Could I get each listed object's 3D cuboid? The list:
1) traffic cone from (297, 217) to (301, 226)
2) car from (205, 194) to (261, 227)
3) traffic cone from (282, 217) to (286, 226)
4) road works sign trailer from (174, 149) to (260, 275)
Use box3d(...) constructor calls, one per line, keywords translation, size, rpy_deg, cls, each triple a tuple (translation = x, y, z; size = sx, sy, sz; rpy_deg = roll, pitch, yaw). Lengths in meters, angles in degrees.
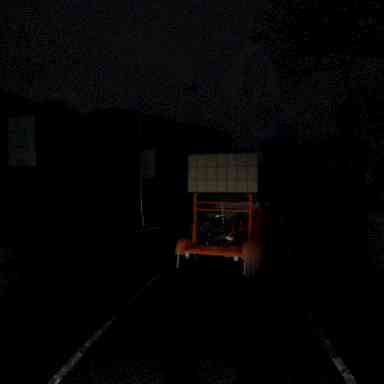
box3d(translation=(7.175, 1.980, 22.225), size=(0.340, 0.580, 0.340), rpy_deg=(1, 0, 21), cls="traffic cone")
box3d(translation=(3.047, 1.194, 23.436), size=(2.150, 2.045, 5.566), rpy_deg=(0, 0, 32), cls="car")
box3d(translation=(6.244, 1.967, 22.591), size=(0.340, 0.580, 0.340), rpy_deg=(1, 0, 21), cls="traffic cone")
box3d(translation=(1.011, 0.459, 10.684), size=(2.380, 3.560, 2.880), rpy_deg=(0, 0, 21), cls="road works sign trailer")
